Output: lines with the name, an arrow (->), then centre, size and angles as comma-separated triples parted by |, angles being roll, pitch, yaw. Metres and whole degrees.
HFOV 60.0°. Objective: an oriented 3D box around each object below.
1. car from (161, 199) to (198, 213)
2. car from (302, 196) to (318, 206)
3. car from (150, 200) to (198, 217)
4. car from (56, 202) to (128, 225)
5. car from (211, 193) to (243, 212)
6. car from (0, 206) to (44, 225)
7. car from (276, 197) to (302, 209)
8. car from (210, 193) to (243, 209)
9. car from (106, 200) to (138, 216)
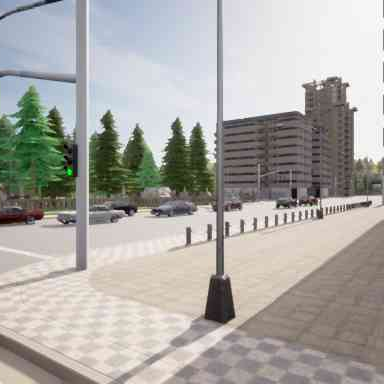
car -> -1.356, 1.564, 37.924 | 1.994, 1.385, 4.181 | 0, 0, 35
car -> 19.011, 1.352, 54.136 | 2.097, 1.767, 4.553 | 0, 0, 35
car -> -1.558, 1.547, 31.595 | 2.033, 1.411, 5.357 | 0, 0, 36
car -> -7.156, 1.601, 23.734 | 1.895, 1.301, 4.718 | 0, 0, 35
car -> 4.246, 1.352, 39.734 | 2.097, 1.767, 4.553 | 0, 0, 36
car -> -12.580, 1.601, 22.230 | 1.895, 1.301, 4.718 | 0, 0, 37
car -> 13.132, 1.505, 45.869 | 1.837, 1.490, 4.892 | 0, 0, 35
car -> 4.891, 1.221, 46.629 | 2.150, 2.045, 5.566 | 0, 0, 36
car -> -7.099, 1.478, 29.852 | 1.882, 1.535, 5.008 | 0, 0, 36
